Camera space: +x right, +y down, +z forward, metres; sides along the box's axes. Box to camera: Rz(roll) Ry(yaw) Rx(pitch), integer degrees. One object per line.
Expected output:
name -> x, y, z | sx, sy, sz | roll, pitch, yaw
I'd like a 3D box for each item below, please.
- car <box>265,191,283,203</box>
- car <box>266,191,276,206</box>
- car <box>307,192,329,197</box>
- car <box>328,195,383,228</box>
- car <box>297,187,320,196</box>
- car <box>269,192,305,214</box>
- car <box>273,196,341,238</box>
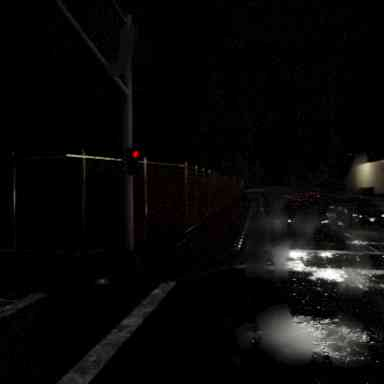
car -> 10.958, 0.635, 44.776 | 2.033, 1.411, 5.357 | 0, 1, 12
car -> 8.960, 0.826, 34.927 | 2.033, 1.411, 5.357 | 0, 1, 11
car -> 11.056, 0.955, 27.466 | 1.994, 1.385, 4.181 | 0, 1, 11
car -> 9.324, 1.064, 18.731 | 1.837, 1.490, 4.892 | 0, 1, 11
car -> 13.118, 0.412, 37.843 | 2.150, 2.045, 5.566 | 0, 1, 11
car -> 6.927, 1.004, 24.592 | 1.812, 1.442, 4.674 | 0, 1, 11
car -> 5.112, 1.145, 15.507 | 2.128, 1.511, 4.902 | 0, 1, 11
